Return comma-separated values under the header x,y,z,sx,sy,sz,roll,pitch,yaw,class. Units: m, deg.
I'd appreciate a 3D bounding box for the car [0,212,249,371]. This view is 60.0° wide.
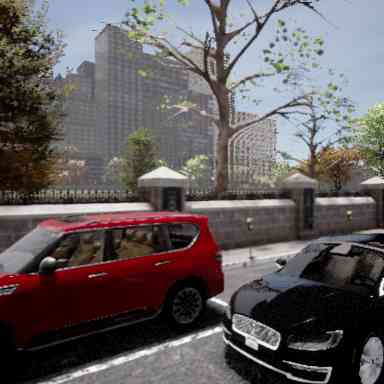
x,y,z,sx,sy,sz,roll,pitch,yaw,class
-1.713,1.309,5.335,5.009,1.841,2.192,0,0,-36,car

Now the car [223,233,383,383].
x,y,z,sx,sy,sz,roll,pitch,yaw,class
2.669,1.484,5.267,4.892,1.490,1.837,-1,0,-35,car
